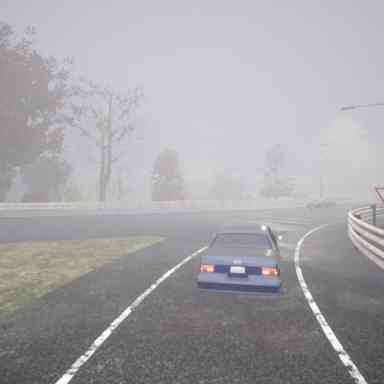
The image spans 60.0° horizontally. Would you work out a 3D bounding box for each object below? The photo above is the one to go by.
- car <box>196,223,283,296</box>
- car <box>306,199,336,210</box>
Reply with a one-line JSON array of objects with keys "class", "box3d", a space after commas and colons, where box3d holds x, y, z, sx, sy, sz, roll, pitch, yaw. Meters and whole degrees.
[{"class": "car", "box3d": [1.414, 1.546, 8.856, 2.033, 1.411, 5.357, 0, 0, 12]}, {"class": "car", "box3d": [16.979, 1.595, 43.533, 4.718, 1.301, 1.895, 0, 0, -40]}]
